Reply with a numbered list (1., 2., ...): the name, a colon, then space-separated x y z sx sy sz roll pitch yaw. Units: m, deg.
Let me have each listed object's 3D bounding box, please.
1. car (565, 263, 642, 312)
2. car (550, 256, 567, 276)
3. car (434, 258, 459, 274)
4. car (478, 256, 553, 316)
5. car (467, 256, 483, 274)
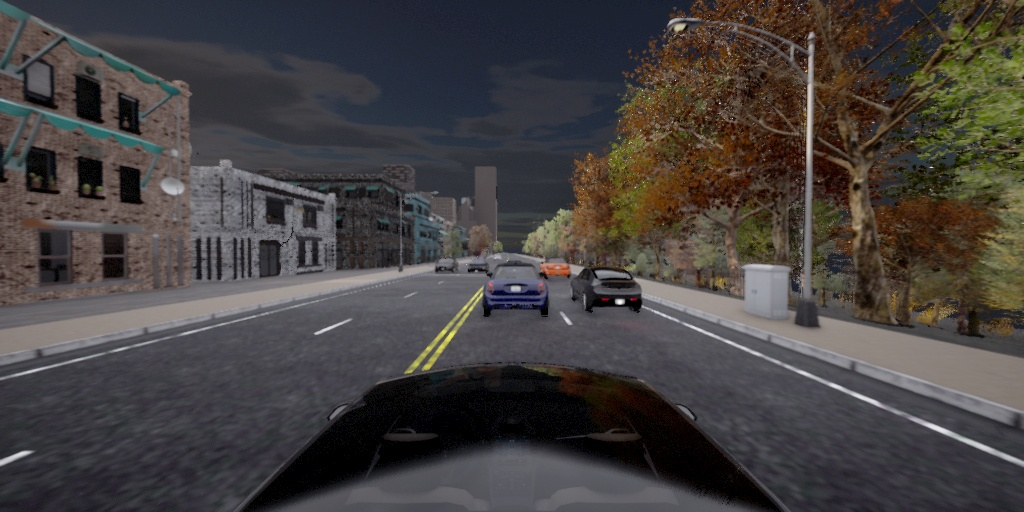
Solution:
1. car: 3.379 1.151 13.594 1.837 1.490 4.892 0 1 0
2. car: 3.432 0.857 29.051 2.097 1.767 4.553 0 1 0
3. car: -6.482 0.937 36.024 1.837 1.490 4.892 0 1 0
4. car: 0.126 0.999 13.034 2.097 1.767 4.553 0 0 0
5. car: -3.237 0.989 35.406 2.033 1.411 5.357 0 1 0
